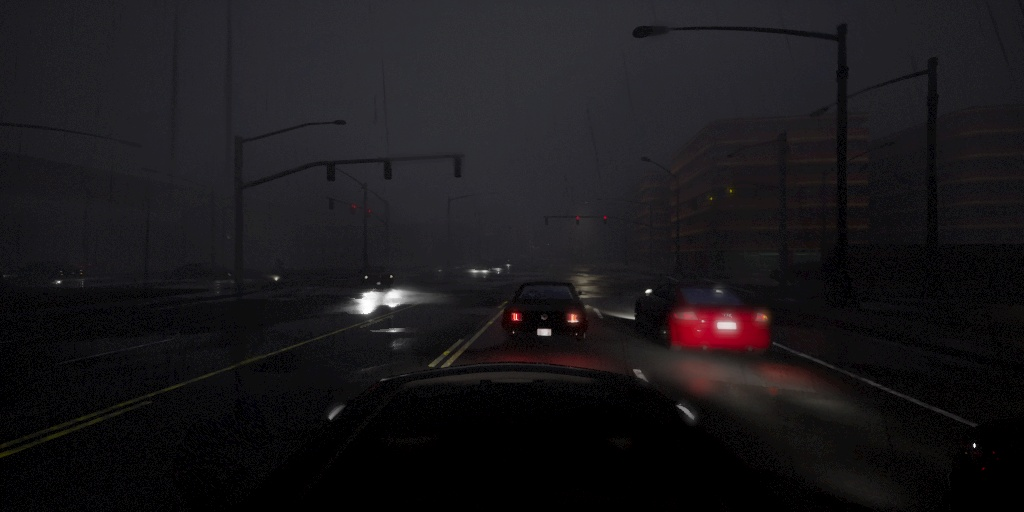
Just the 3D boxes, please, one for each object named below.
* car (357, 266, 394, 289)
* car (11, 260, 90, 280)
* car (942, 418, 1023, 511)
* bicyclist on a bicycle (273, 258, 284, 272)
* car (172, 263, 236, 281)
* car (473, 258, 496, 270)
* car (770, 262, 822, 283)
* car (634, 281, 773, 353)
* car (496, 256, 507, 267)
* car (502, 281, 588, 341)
[{"bbox_3d":[-9.037,1.348,23.601,1.895,1.301,4.718,0,0,-28],"label":"car"},{"bbox_3d":[-40.210,1.257,31.257,4.892,1.490,1.837,-1,0,9],"label":"car"},{"bbox_3d":[3.640,1.242,0.196,2.128,1.511,4.902,0,0,1],"label":"car"},{"bbox_3d":[-26.429,1.053,40.569,0.582,1.620,1.656,0,0,7],"label":"bicyclist on a bicycle"},{"bbox_3d":[-25.234,1.275,29.390,4.674,1.442,1.812,0,0,7],"label":"car"},{"bbox_3d":[-3.890,1.176,48.697,1.994,1.385,4.181,0,1,8],"label":"car"},{"bbox_3d":[22.798,1.228,27.588,5.008,1.535,1.882,0,0,7],"label":"car"},{"bbox_3d":[4.398,1.314,8.909,1.994,1.385,4.181,0,0,7],"label":"car"},{"bbox_3d":[-2.546,1.064,58.551,1.895,1.301,4.718,0,1,8],"label":"car"},{"bbox_3d":[0.994,1.351,9.908,1.895,1.301,4.718,0,0,8],"label":"car"}]
